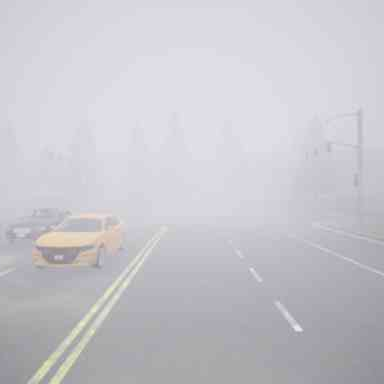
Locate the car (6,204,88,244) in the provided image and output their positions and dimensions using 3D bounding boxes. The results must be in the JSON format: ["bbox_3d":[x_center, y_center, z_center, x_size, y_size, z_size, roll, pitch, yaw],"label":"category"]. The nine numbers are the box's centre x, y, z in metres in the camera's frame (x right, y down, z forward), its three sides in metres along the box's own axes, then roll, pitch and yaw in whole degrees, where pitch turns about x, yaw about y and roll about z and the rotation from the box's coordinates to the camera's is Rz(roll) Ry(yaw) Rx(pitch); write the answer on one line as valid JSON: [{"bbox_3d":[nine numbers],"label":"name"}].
[{"bbox_3d":[-7.016,1.523,16.116,2.128,1.511,4.902,0,0,0],"label":"car"}]

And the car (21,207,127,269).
[{"bbox_3d":[-3.557,1.498,11.424,1.882,1.535,5.008,0,0,1],"label":"car"}]

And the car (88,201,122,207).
[{"bbox_3d":[-9.960,1.608,35.476,4.718,1.301,1.895,0,0,22],"label":"car"}]
